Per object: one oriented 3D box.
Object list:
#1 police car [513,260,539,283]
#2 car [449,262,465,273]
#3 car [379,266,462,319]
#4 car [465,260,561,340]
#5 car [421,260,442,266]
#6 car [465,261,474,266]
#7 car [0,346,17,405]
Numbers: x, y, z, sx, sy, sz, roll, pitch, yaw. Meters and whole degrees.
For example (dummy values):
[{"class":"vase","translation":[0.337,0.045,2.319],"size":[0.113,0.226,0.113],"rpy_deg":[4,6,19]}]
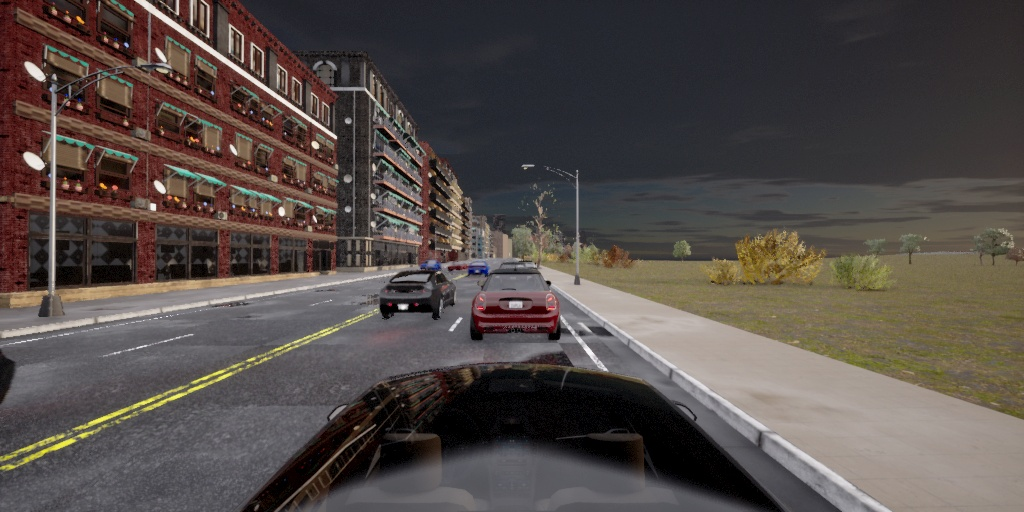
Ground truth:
[{"class":"police car","translation":[1.078,1.178,29.359],"size":[1.930,1.638,5.238],"rpy_deg":[0,0,0]},{"class":"car","translation":[-6.692,1.352,44.151],"size":[1.895,1.301,4.718],"rpy_deg":[0,0,0]},{"class":"car","translation":[-3.176,1.254,12.851],"size":[1.837,1.490,4.892],"rpy_deg":[0,-1,0]},{"class":"car","translation":[0.075,1.103,10.091],"size":[2.097,1.767,4.553],"rpy_deg":[0,0,0]},{"class":"car","translation":[-9.941,1.229,44.250],"size":[1.882,1.535,5.008],"rpy_deg":[0,0,0]},{"class":"car","translation":[-3.222,1.229,35.675],"size":[1.882,1.535,5.008],"rpy_deg":[0,0,0]},{"class":"car","translation":[-6.602,1.255,1.973],"size":[1.837,1.490,4.892],"rpy_deg":[0,0,0]}]
